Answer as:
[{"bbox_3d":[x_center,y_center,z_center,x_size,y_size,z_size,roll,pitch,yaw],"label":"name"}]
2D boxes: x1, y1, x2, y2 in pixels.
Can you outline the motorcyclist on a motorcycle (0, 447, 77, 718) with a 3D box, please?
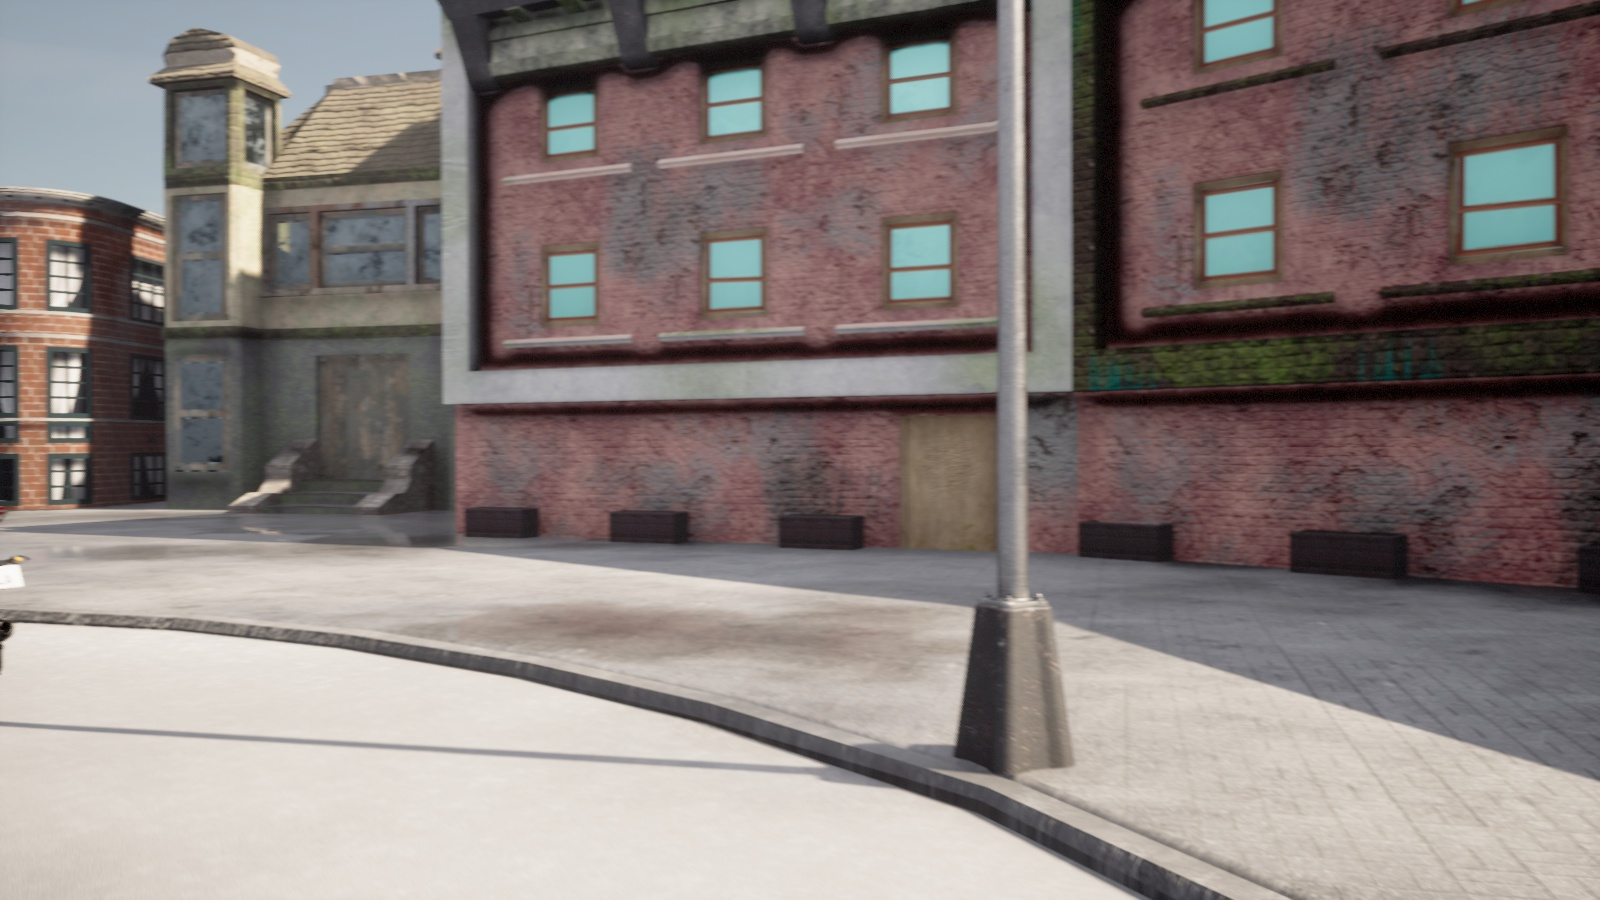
[{"bbox_3d":[-5.462,0.751,7.690,2.191,1.530,0.866,0,0,32],"label":"motorcyclist on a motorcycle"}]
